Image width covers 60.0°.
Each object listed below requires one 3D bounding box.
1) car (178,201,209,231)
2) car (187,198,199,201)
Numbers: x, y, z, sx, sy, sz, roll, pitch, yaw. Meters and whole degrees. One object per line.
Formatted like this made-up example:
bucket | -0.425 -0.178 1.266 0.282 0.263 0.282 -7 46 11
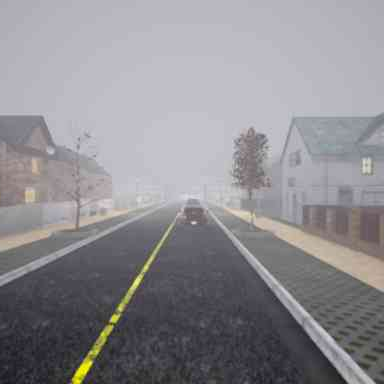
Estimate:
car | 0.106 1.544 20.791 1.812 1.442 4.674 0 0 0
car | 0.110 1.528 41.283 1.882 1.535 5.008 0 0 0
